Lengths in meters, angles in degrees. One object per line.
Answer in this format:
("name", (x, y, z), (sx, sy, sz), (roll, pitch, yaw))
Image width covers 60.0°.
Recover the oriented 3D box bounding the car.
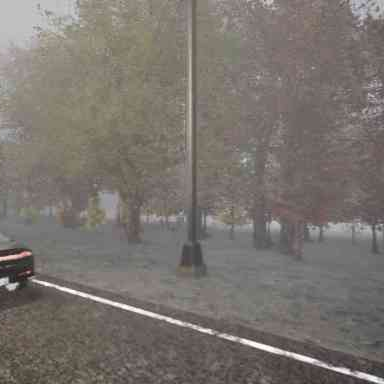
("car", (-5.562, 1.488, 7.685), (4.902, 1.511, 2.128), (0, 0, 36))
